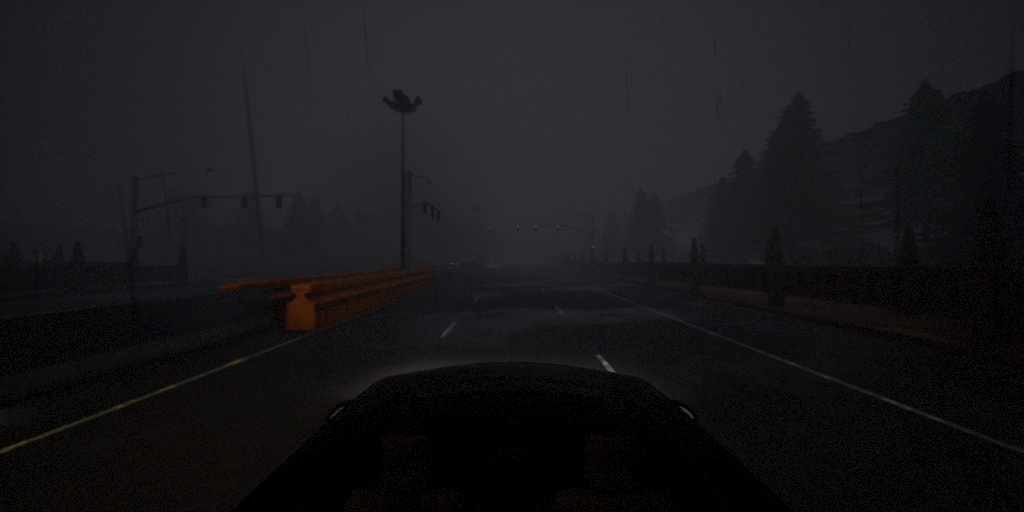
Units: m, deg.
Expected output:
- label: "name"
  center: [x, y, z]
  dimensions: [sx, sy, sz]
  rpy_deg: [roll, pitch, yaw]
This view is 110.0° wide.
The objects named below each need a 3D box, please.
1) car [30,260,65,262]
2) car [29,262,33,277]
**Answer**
- label: "car"
  center: [-47.380, 1.194, 37.041]
  dimensions: [4.553, 1.767, 2.097]
  rpy_deg: [0, 0, 0]
- label: "car"
  center: [-47.377, 1.436, 33.542]
  dimensions: [4.718, 1.301, 1.895]
  rpy_deg: [0, 0, 0]
